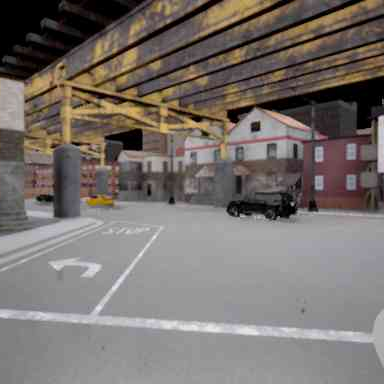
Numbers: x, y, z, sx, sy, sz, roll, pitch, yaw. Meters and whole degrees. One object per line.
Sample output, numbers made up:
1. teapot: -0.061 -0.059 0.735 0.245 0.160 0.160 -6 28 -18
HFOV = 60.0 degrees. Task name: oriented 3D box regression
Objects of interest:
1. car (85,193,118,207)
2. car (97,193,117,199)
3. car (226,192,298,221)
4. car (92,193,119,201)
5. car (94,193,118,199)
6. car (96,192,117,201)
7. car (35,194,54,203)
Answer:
1. car: -11.857 1.130 42.671 1.882 1.535 5.008 0 1 -45
2. car: -17.514 0.736 68.690 1.853 1.218 4.536 0 0 15
3. car: 5.234 1.013 25.383 2.150 2.045 5.566 0 1 -45
4. car: -16.849 0.924 64.972 4.974 1.542 2.038 0 0 -15
5. car: -16.799 0.766 64.984 4.536 1.218 1.853 0 0 -15
6. car: -17.527 0.894 68.641 2.038 1.542 4.974 0 0 15
7. car: -24.389 1.054 55.346 1.837 1.490 4.892 0 1 -45
